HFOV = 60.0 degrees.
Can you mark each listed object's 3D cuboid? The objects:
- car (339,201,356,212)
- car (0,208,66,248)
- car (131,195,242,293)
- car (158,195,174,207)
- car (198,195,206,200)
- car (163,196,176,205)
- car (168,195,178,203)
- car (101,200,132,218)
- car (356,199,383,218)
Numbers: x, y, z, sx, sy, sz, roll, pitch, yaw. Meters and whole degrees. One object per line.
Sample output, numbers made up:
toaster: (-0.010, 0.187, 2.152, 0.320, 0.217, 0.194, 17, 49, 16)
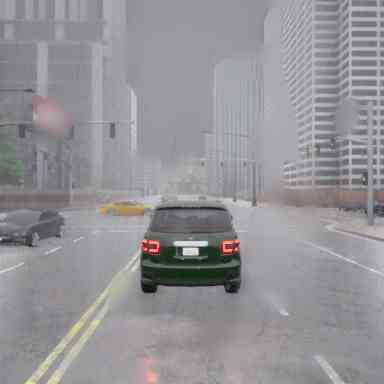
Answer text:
car: (19.466, 1.547, 37.347, 5.357, 1.411, 2.033, 0, 0, -1)
car: (-7.181, 1.504, 14.767, 1.837, 1.490, 4.892, 1, 0, -1)
car: (-0.021, 1.221, 8.980, 2.150, 2.045, 5.566, 0, 0, 0)
car: (-4.026, 1.352, 52.238, 2.097, 1.767, 4.553, 0, 0, 0)
car: (2.737, 1.500, 90.590, 1.837, 1.490, 4.892, 0, 0, 0)
car: (-4.082, 1.547, 61.861, 2.033, 1.411, 5.357, 0, 0, 0)
car: (-4.105, 1.500, 72.166, 1.837, 1.490, 4.892, 0, 0, 0)
car: (-5.576, 1.477, 29.797, 5.008, 1.535, 1.882, 0, 0, -1)
car: (17.851, 1.525, 30.125, 4.674, 1.442, 1.812, 0, 0, -1)
